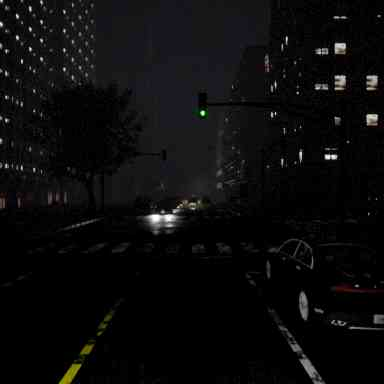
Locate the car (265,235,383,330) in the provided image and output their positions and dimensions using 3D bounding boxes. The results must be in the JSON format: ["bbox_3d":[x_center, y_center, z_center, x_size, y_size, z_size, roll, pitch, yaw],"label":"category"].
[{"bbox_3d":[2.691,1.556,6.857,2.008,1.369,4.403,0,0,0],"label":"car"}]

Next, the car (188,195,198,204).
[{"bbox_3d":[0.119,1.696,64.601,1.895,1.301,4.718,0,0,0],"label":"car"}]

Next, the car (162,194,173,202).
[{"bbox_3d":[-5.671,1.442,77.908,2.192,1.841,5.009,0,0,0],"label":"car"}]

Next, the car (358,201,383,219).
[{"bbox_3d":[14.959,1.300,23.724,4.892,1.490,1.837,-1,0,-3],"label":"car"}]

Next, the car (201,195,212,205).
[{"bbox_3d":[2.706,1.654,61.336,1.947,1.339,4.313,0,0,0],"label":"car"}]

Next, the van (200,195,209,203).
[{"bbox_3d":[2.708,1.454,72.383,1.690,1.788,3.998,0,0,0],"label":"van"}]

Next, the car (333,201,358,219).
[{"bbox_3d":[13.433,1.369,26.260,4.403,1.369,2.008,-1,1,-1],"label":"car"}]

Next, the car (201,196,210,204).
[{"bbox_3d":[2.707,1.626,67.029,1.752,1.417,4.829,0,0,0],"label":"car"}]

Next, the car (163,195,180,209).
[{"bbox_3d":[-3.086,1.587,46.210,1.812,1.442,4.674,0,0,0],"label":"car"}]

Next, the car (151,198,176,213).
[{"bbox_3d":[-3.078,1.647,37.097,1.895,1.301,4.718,0,0,-1],"label":"car"}]

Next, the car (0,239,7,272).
[{"bbox_3d":[-5.689,1.551,6.859,1.887,1.381,4.507,0,0,0],"label":"car"}]

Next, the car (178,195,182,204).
[{"bbox_3d":[-3.070,1.603,55.389,1.812,1.442,4.674,0,0,0],"label":"car"}]

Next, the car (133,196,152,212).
[{"bbox_3d":[-5.681,1.364,39.248,2.192,1.841,5.009,0,0,0],"label":"car"}]

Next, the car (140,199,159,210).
[{"bbox_3d":[-5.679,1.625,44.771,1.947,1.339,4.313,0,0,0],"label":"car"}]
